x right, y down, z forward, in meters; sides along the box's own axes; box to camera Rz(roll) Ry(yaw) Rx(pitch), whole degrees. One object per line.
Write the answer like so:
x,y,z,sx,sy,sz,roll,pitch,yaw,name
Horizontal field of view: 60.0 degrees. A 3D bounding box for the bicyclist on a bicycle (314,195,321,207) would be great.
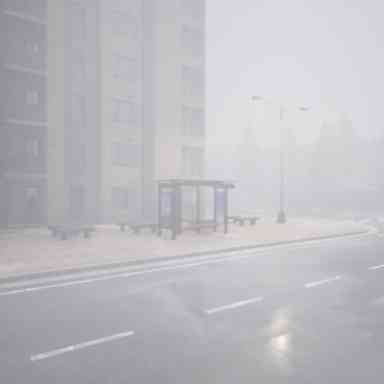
17.029,1.276,45.197,1.656,1.620,0.582,0,0,-36,bicyclist on a bicycle
